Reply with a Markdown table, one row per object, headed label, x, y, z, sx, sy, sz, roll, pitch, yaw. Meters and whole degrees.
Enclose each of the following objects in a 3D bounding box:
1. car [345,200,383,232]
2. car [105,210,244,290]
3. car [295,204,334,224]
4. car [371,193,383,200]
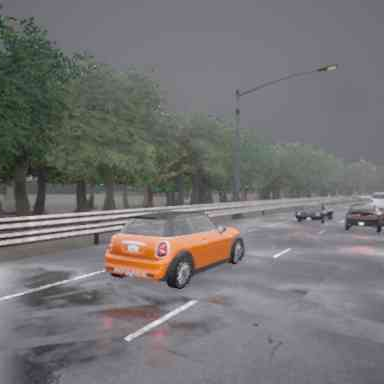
| label | x | y | z | sx | sy | sz | roll | pitch | yaw |
| --- | --- | --- | --- | --- | --- | --- | --- | --- | --- |
| car | 10.503 | 1.452 | 20.111 | 1.837 | 1.490 | 4.892 | 0 | 0 | 32 |
| car | -0.226 | 1.323 | 9.458 | 2.097 | 1.767 | 4.553 | 0 | 0 | 32 |
| car | 9.148 | 1.534 | 24.497 | 1.895 | 1.301 | 4.718 | 0 | 0 | 33 |
| car | 19.663 | 1.133 | 34.112 | 2.150 | 2.045 | 5.566 | 0 | -1 | 34 |
